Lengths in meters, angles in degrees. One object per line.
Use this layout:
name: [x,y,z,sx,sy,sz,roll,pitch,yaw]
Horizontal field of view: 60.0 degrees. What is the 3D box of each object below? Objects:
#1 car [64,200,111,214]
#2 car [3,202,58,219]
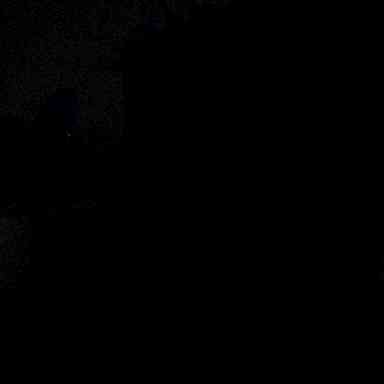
car: [-10.302,1.441,33.122,1.752,1.417,4.829,-1,0,35]
car: [-13.665,1.512,28.342,2.008,1.369,4.403,-1,0,35]
